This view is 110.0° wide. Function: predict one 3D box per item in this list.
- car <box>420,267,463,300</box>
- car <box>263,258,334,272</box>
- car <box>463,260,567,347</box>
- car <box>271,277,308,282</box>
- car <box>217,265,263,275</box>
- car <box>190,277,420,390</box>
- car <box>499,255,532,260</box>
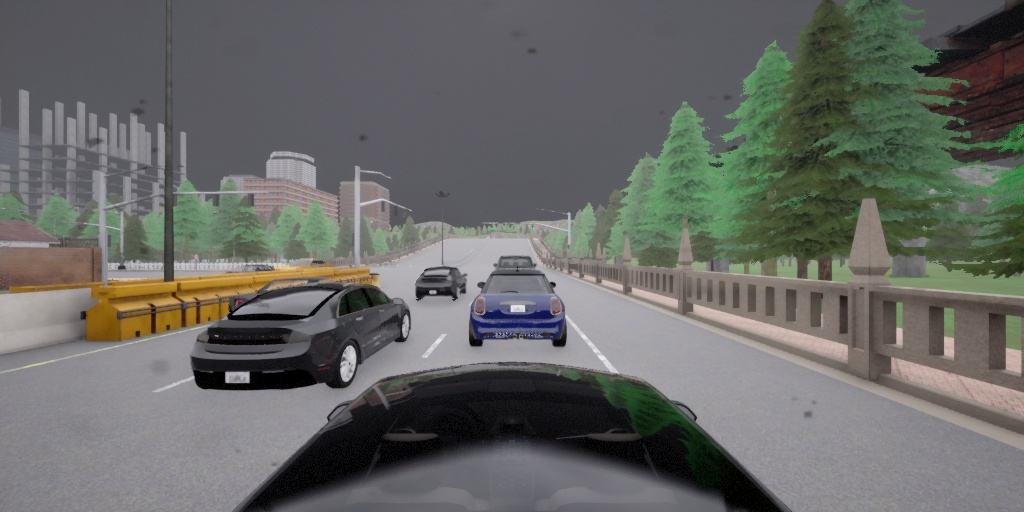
[{"bbox_3d":[-3.336,1.257,17.572,1.837,1.490,4.892,0,0,0],"label":"car"},{"bbox_3d":[-13.909,0.882,24.137,1.882,1.535,5.008,0,0,0],"label":"car"},{"bbox_3d":[0.129,1.102,9.499,2.097,1.767,4.553,0,0,0],"label":"car"},{"bbox_3d":[-6.856,1.351,12.142,1.895,1.301,4.718,0,0,0],"label":"car"},{"bbox_3d":[-17.410,1.297,24.085,2.033,1.411,5.357,0,0,0],"label":"car"},{"bbox_3d":[-3.381,1.255,6.859,1.837,1.490,4.892,0,0,0],"label":"car"},{"bbox_3d":[0.172,0.973,19.546,2.150,2.045,5.566,0,0,0],"label":"car"}]
